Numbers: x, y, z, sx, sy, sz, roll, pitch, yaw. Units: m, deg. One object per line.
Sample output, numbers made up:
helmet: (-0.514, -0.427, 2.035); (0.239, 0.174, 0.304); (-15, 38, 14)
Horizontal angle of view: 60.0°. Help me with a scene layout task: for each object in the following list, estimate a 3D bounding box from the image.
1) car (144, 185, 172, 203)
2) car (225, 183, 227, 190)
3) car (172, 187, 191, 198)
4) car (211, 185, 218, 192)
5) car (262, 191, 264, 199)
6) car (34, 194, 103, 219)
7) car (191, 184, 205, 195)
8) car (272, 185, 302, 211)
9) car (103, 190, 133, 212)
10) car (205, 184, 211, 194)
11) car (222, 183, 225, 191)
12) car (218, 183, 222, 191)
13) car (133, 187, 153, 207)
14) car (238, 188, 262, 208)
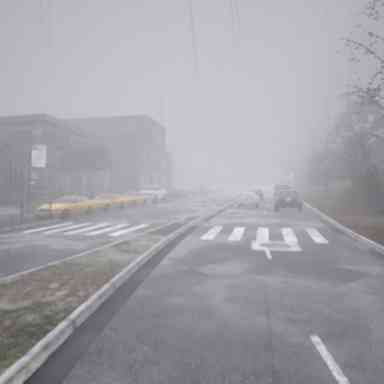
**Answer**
car: (-4.725, 0.192, 39.538); (2.435, 2.045, 5.566); (0, 2, 13)
car: (7.878, -1.199, 93.024); (1.946, 1.575, 5.366); (0, 2, 13)
car: (-2.196, 0.143, 50.294); (2.163, 1.488, 4.792); (0, 2, 13)
car: (3.714, -0.660, 75.600); (2.231, 1.521, 4.892); (0, 2, 14)
car: (8.633, 0.243, 44.881); (2.128, 1.511, 4.902); (0, 2, 14)
car: (-8.601, 0.945, 23.148); (1.946, 1.575, 5.366); (0, 2, 13)
car: (0.350, -0.216, 61.080); (2.231, 1.521, 4.892); (0, 2, 13)
car: (8.030, 0.593, 28.097); (2.097, 1.767, 4.553); (0, 2, 13)
car: (-7.325, 0.778, 28.519); (1.946, 1.575, 5.366); (0, 2, 13)
car: (1.606, -0.632, 66.414); (2.435, 2.045, 5.566); (0, 2, 13)
car: (6.660, -1.163, 87.856); (2.185, 1.767, 4.553); (0, 2, 13)
car: (5.344, -0.869, 82.273); (1.946, 1.575, 5.366); (0, 2, 13)
car: (-6.058, 0.613, 33.894); (1.946, 1.575, 5.366); (0, 2, 13)
car: (5.476, 0.679, 31.888); (1.812, 1.442, 4.674); (0, 2, 14)
